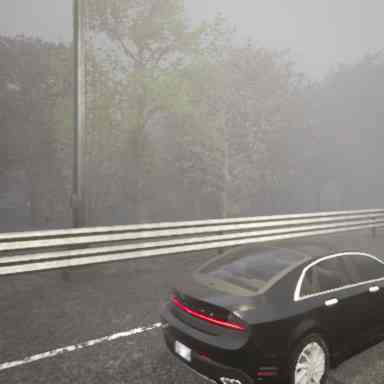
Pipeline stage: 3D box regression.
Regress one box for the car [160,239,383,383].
[{"bbox_3d":[1.867,1.500,5.090,4.892,1.490,1.837,0,0,-36],"label":"car"}]
